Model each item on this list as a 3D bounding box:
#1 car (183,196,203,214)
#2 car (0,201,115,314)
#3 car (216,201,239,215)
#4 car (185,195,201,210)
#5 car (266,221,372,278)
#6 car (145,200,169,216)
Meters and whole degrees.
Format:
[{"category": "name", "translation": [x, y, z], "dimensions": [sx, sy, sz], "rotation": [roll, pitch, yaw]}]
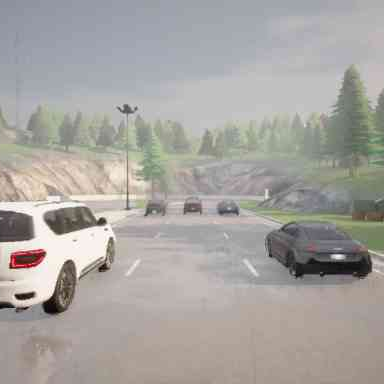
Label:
[{"category": "car", "translation": [0.092, 1.477, 34.967], "dimensions": [1.882, 1.535, 5.008], "rotation": [0, 0, 0]}, {"category": "car", "translation": [-3.400, 1.221, 7.747], "dimensions": [2.150, 2.045, 5.566], "rotation": [0, 0, 0]}, {"category": "car", "translation": [3.600, 1.563, 33.993], "dimensions": [1.994, 1.385, 4.181], "rotation": [0, 0, 0]}, {"category": "car", "translation": [0.180, 1.352, 44.203], "dimensions": [2.097, 1.767, 4.553], "rotation": [0, 0, 1]}, {"category": "car", "translation": [3.600, 1.564, 10.186], "dimensions": [1.994, 1.385, 4.181], "rotation": [0, 0, 0]}, {"category": "car", "translation": [-3.400, 1.505, 32.438], "dimensions": [1.837, 1.490, 4.892], "rotation": [0, 0, 0]}]
